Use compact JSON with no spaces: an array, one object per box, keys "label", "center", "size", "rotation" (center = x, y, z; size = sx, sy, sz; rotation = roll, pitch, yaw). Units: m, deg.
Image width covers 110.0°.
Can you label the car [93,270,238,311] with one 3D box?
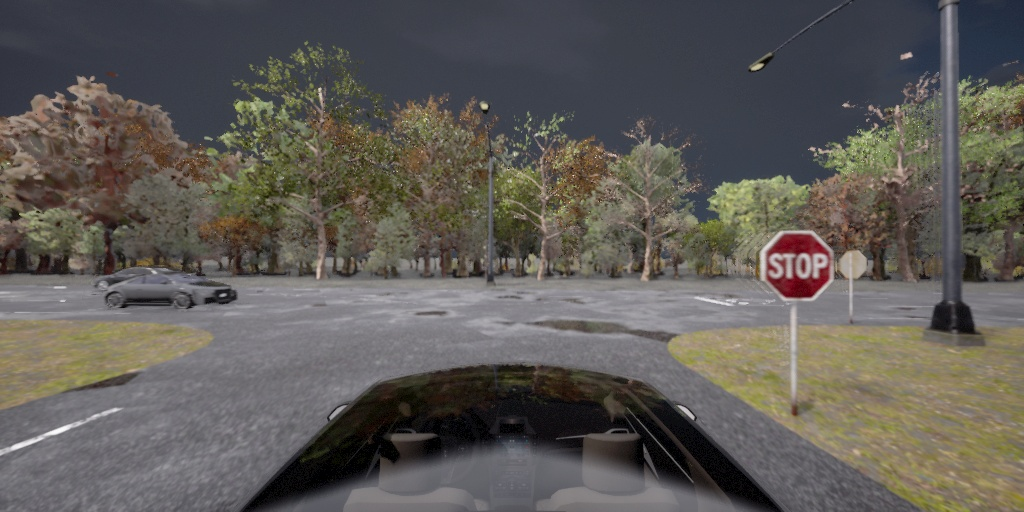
[{"label":"car","center":[-13.732,1.394,14.595],"size":[4.181,1.385,1.994],"rotation":[0,-1,1]}]

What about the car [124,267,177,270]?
[{"label":"car","center":[-22.362,1.394,21.777],"size":[4.892,1.490,1.837],"rotation":[0,-1,1]}]
